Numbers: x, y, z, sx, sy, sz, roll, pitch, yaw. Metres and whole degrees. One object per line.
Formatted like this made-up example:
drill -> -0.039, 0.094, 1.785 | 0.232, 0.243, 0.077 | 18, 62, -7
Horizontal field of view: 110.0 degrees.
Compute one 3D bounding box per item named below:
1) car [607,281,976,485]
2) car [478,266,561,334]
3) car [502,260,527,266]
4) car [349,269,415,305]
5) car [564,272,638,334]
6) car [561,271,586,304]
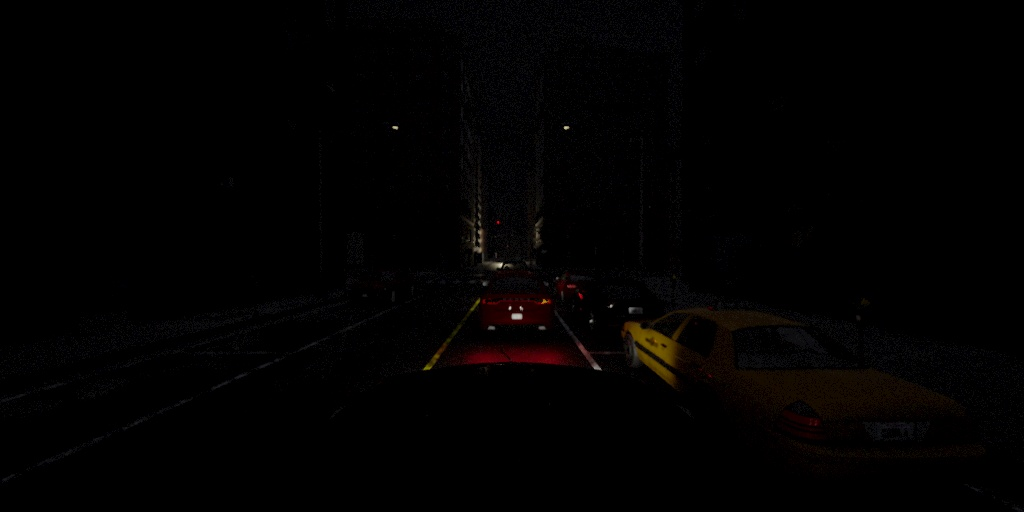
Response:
car -> 2.879, 1.270, 4.987 | 1.751, 1.417, 4.829 | 0, 0, 0
car -> 0.114, 1.214, 10.583 | 1.882, 1.535, 5.008 | 0, 0, 0
car -> 0.137, 1.071, 20.913 | 2.097, 1.767, 4.553 | 0, 0, 0
car -> -5.642, 1.272, 16.005 | 1.888, 1.381, 4.507 | 0, 0, 0
car -> 2.891, 1.302, 10.403 | 1.948, 1.339, 4.313 | 0, 0, 0
car -> 2.903, 1.309, 15.989 | 1.802, 1.307, 4.207 | 0, 0, 0
